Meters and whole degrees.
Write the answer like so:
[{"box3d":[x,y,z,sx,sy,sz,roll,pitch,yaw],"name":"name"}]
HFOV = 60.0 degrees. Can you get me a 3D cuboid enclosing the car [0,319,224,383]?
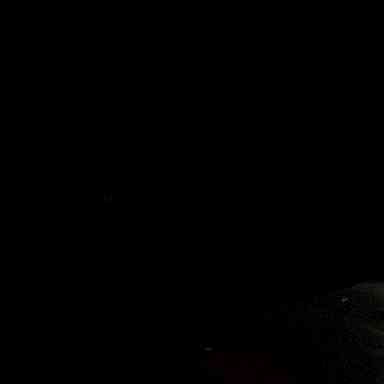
[{"box3d":[-1.988,1.598,1.636,4.718,1.301,1.895,0,0,-36],"name":"car"}]
